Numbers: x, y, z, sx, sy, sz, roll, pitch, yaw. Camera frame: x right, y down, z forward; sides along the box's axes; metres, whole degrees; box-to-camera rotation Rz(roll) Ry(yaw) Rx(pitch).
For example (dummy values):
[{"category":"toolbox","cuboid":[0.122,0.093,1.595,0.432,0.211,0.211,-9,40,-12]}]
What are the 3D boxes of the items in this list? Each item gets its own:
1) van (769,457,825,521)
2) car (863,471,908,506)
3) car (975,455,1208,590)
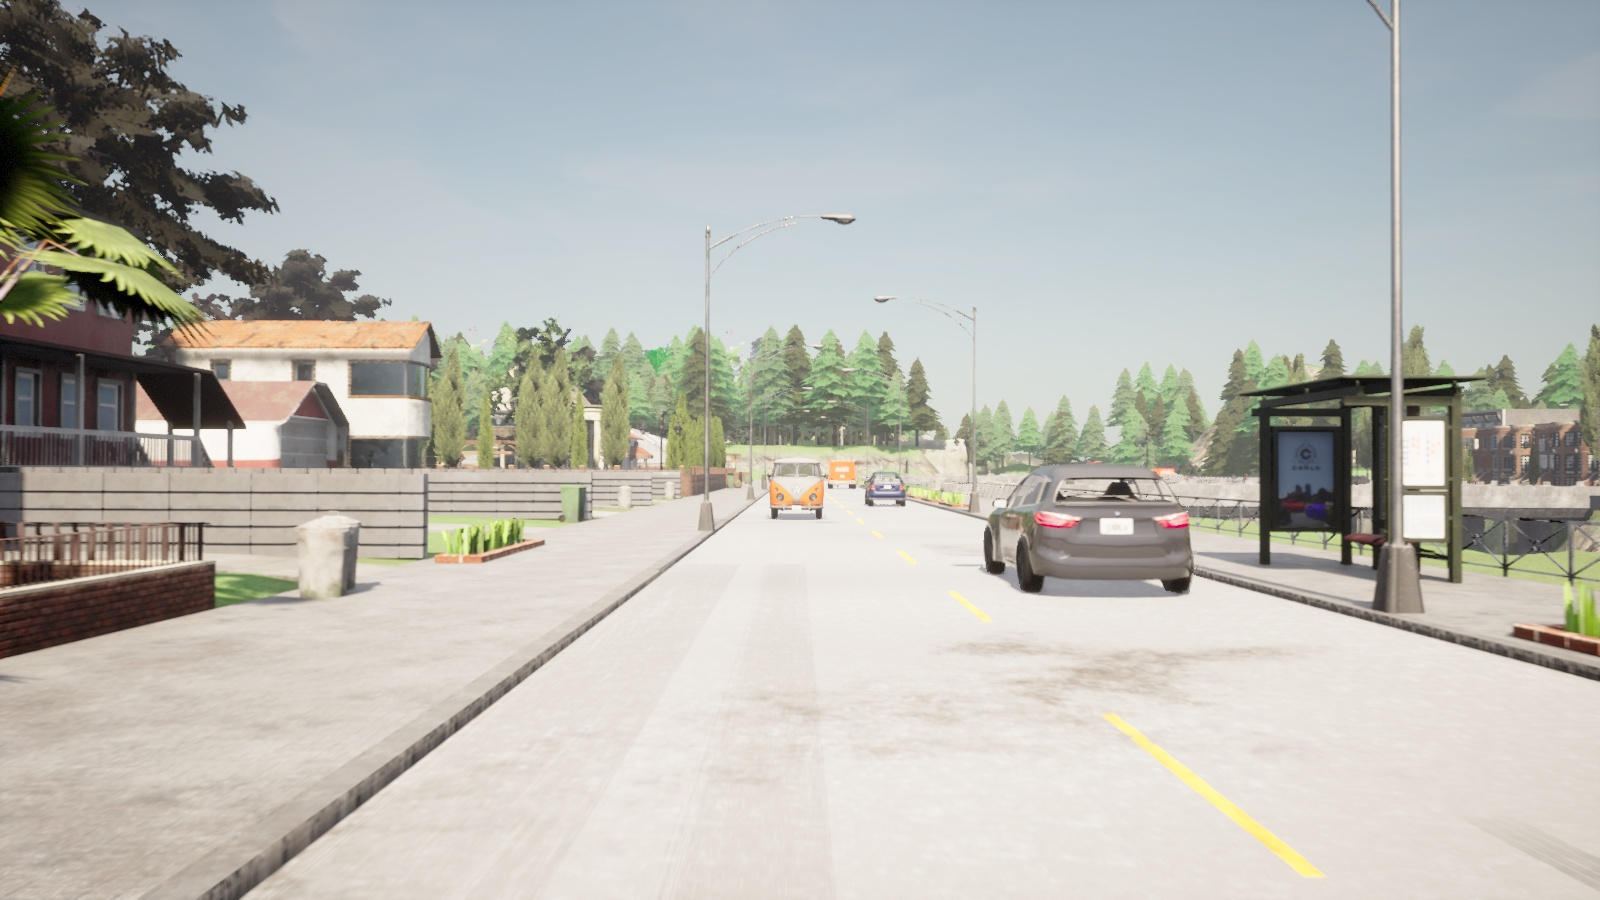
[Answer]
[{"category":"van","cuboid":[-0.099,1.263,41.559,1.775,1.987,4.442,0,-1,0]},{"category":"car","cuboid":[3.866,1.738,57.362,1.789,1.549,3.705,0,-1,0]},{"category":"car","cuboid":[3.958,0.944,17.969,2.242,1.667,4.611,0,-1,0]}]
